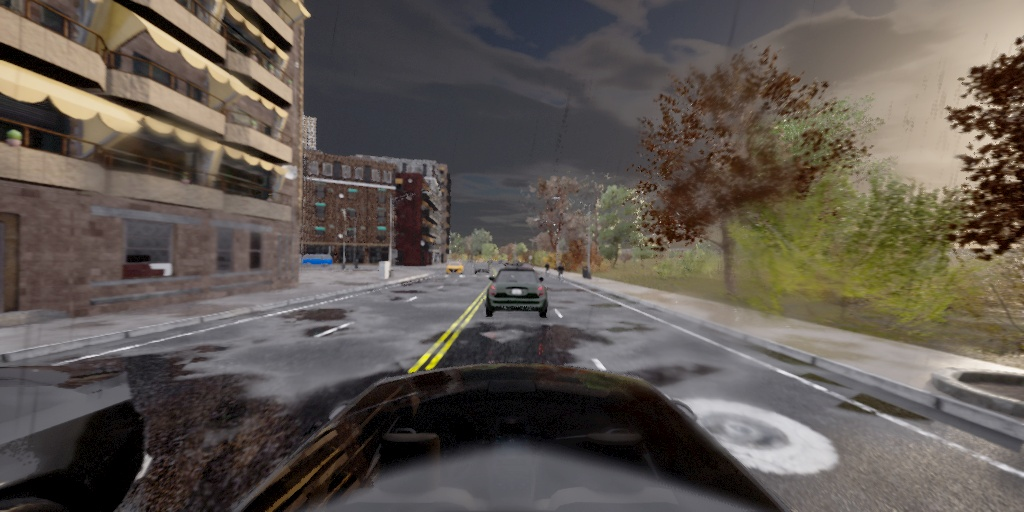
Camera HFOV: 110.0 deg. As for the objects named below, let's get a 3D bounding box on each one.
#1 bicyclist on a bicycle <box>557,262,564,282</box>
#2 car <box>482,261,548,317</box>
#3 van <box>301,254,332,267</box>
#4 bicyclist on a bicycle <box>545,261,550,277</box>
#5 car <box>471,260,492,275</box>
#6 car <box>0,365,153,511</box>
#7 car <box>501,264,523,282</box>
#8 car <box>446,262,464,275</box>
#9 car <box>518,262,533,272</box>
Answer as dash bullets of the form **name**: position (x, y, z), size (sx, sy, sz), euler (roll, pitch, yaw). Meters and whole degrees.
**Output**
- **bicyclist on a bicycle**: position (4.083, 1.399, 30.178), size (0.659, 1.776, 1.843), euler (1, 0, -1)
- **car**: position (0.165, 1.201, 13.794), size (2.097, 1.767, 4.553), euler (1, 0, 0)
- **van**: position (-28.591, 0.668, 52.629), size (3.998, 1.789, 1.690), euler (0, 0, -32)
- **bicyclist on a bicycle**: position (3.842, 1.464, 39.248), size (0.659, 1.776, 1.843), euler (1, 0, -2)
- **car**: position (-3.762, 1.541, 45.268), size (1.837, 1.490, 4.892), euler (1, 0, -2)
- **car**: position (-3.448, 1.184, 0.373), size (2.128, 1.511, 4.902), euler (1, 0, 1)
- **car**: position (-0.042, 1.504, 33.458), size (1.837, 1.490, 4.892), euler (1, 0, -1)
- **car**: position (-6.985, 1.470, 44.305), size (1.882, 1.535, 5.008), euler (1, -1, -4)
- **car**: position (2.177, 1.774, 57.797), size (1.994, 1.385, 4.181), euler (1, 0, -3)
